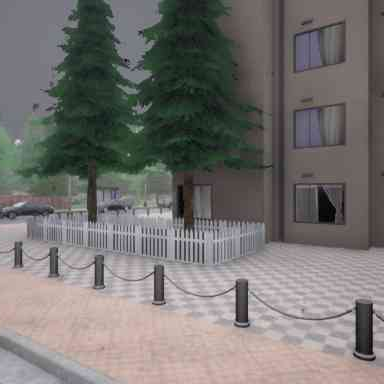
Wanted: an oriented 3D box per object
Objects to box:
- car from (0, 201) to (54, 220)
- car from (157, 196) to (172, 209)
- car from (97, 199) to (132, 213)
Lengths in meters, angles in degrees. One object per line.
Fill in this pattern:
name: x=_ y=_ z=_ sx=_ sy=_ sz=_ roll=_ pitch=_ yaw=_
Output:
car: x=-14.299 y=1.510 z=28.692 sx=1.812 sy=1.442 sz=4.674 roll=0 pitch=0 yaw=37
car: x=-2.541 y=1.337 z=44.321 sx=2.097 sy=1.767 sz=4.553 roll=0 pitch=0 yaw=37
car: x=-8.710 y=1.476 z=36.154 sx=2.128 sy=1.511 sz=4.902 roll=0 pitch=0 yaw=37
